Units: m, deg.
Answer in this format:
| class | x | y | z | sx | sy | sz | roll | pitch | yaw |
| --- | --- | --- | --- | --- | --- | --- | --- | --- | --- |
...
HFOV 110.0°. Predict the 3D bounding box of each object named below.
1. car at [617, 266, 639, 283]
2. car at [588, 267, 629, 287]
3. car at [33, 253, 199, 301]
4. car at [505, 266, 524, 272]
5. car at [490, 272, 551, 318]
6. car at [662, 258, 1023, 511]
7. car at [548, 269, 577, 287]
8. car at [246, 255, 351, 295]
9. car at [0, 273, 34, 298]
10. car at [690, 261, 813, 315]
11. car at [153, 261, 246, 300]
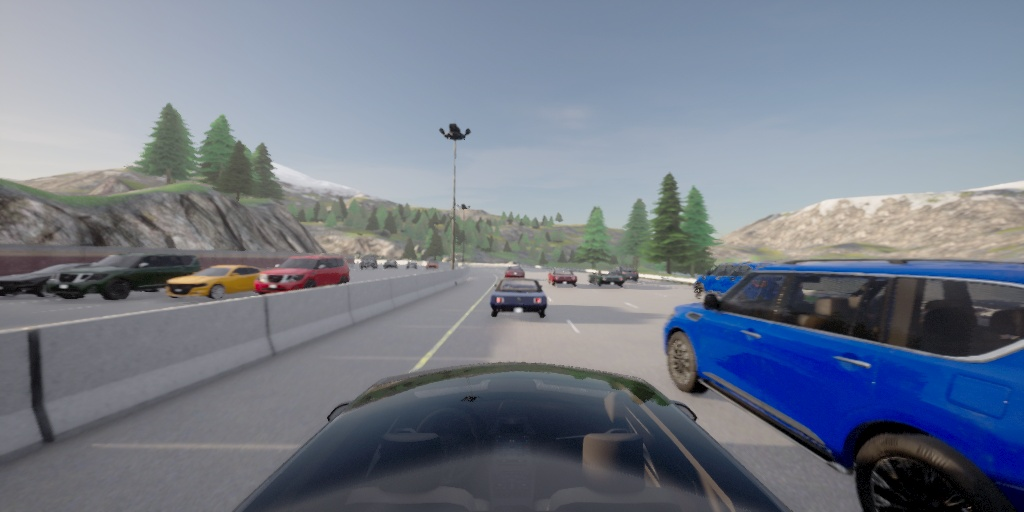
| class | x | y | z | sx | sy | sz | roll | pitch | yaw |
| --- | --- | --- | --- | --- | --- | --- | --- | --- | --- |
| car | 10.826 | 1.772 | 35.198 | 2.128 | 1.511 | 4.902 | 1 | -1 | -2 |
| car | 7.426 | 1.758 | 28.691 | 1.895 | 1.301 | 4.718 | 1 | -1 | 0 |
| car | -17.401 | 0.859 | 16.719 | 2.150 | 2.045 | 5.566 | 1 | 0 | 1 |
| car | 0.246 | 1.699 | 37.118 | 1.994 | 1.385 | 4.181 | 1 | -1 | -3 |
| car | 0.250 | 1.485 | 13.792 | 1.895 | 1.301 | 4.718 | 1 | -1 | 1 |
| car | 3.589 | 1.051 | 3.714 | 2.150 | 2.045 | 5.566 | 1 | 0 | 1 |
| car | 3.927 | 1.703 | 28.740 | 1.895 | 1.301 | 4.718 | 1 | -1 | 0 |
| car | -10.380 | 0.987 | 18.404 | 2.150 | 2.045 | 5.566 | 1 | 0 | 1 |
| car | -20.904 | 1.066 | 17.151 | 1.882 | 1.535 | 5.008 | 1 | -1 | 1 |
| car | 10.802 | 1.306 | 16.901 | 2.150 | 2.045 | 5.566 | 1 | 0 | 1 |
| car | -13.899 | 1.179 | 17.478 | 1.882 | 1.535 | 5.008 | 1 | 0 | 1 |
